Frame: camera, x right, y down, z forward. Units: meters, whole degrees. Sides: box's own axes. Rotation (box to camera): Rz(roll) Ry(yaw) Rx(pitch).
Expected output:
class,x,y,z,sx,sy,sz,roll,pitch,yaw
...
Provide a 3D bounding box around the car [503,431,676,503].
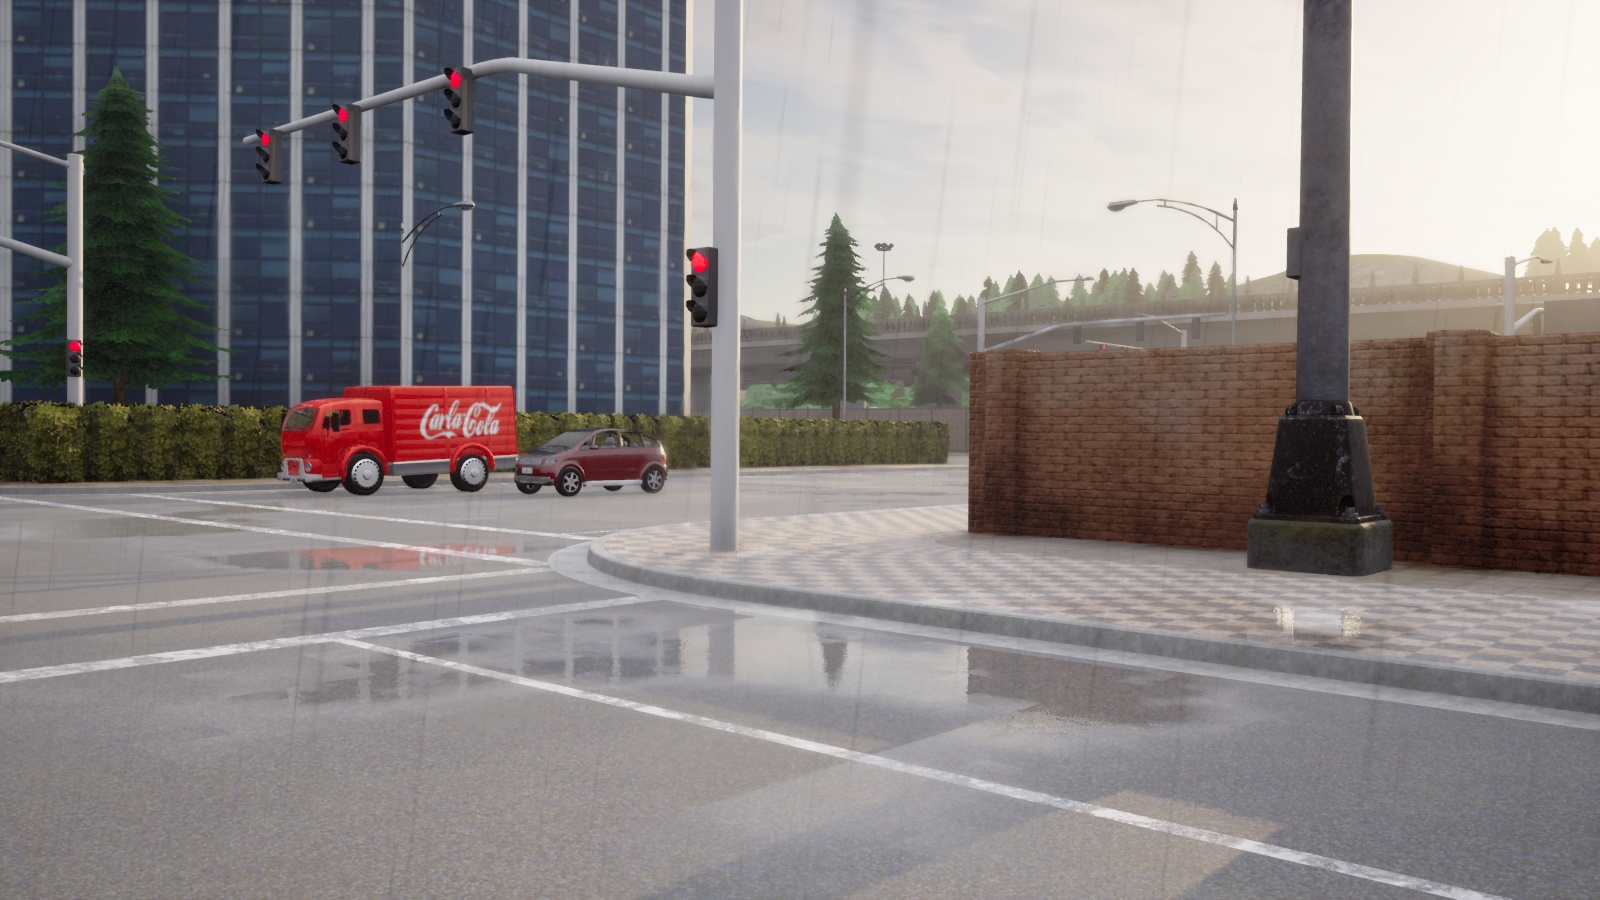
class,x,y,z,sx,sy,sz,roll,pitch,yaw
car,-4.882,0.352,29.483,1.789,1.549,3.705,0,1,41

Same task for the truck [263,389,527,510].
class,x,y,z,sx,sy,sz,roll,pitch,yaw
truck,-9.425,-0.106,29.602,2.627,2.467,5.204,0,3,41
